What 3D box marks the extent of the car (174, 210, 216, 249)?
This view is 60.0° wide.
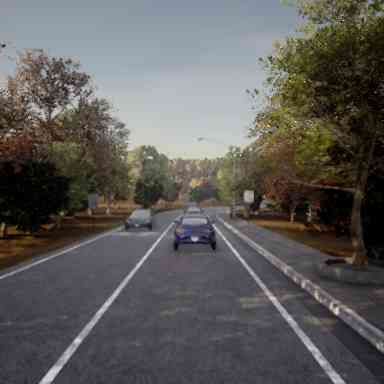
[{"bbox_3d":[0.127,1.769,15.734,1.812,1.442,4.674,0,-1,0],"label":"car"}]

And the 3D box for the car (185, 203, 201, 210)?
[{"bbox_3d":[0.157,2.091,31.451,1.812,1.442,4.674,0,-1,0],"label":"car"}]

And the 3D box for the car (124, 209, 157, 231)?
[{"bbox_3d":[-3.562,1.935,23.872,1.812,1.442,4.674,0,-1,0],"label":"car"}]
